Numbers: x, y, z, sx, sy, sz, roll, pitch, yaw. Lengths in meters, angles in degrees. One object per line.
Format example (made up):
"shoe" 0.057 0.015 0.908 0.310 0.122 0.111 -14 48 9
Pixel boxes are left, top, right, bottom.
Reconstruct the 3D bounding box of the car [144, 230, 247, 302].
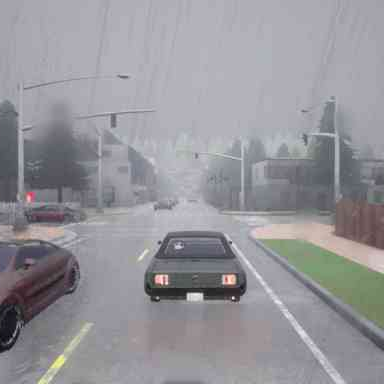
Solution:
"car" 0.075 1.601 8.208 1.895 1.301 4.718 0 0 0

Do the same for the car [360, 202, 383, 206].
"car" 15.323 1.582 29.261 4.718 1.301 1.895 0 0 -8

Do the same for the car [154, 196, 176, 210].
"car" -3.564 1.352 41.994 2.097 1.767 4.553 0 0 0

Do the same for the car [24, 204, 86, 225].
"car" -9.756 1.579 23.688 4.181 1.385 1.994 0 0 -3

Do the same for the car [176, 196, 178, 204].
"car" -3.551 1.526 52.229 1.812 1.442 4.674 0 0 0

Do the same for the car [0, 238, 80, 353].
"car" -3.572 1.564 5.992 1.994 1.385 4.181 0 0 0

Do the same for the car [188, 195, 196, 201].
"car" 0.067 1.478 81.475 1.882 1.535 5.008 0 0 0

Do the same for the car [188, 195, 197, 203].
"car" 0.061 1.595 71.439 1.895 1.301 4.718 0 0 0
